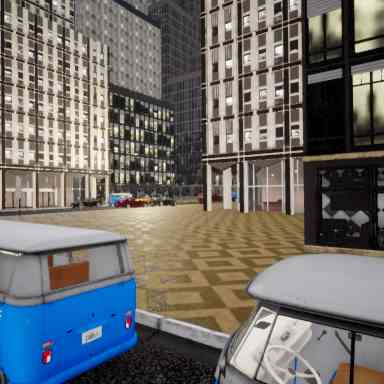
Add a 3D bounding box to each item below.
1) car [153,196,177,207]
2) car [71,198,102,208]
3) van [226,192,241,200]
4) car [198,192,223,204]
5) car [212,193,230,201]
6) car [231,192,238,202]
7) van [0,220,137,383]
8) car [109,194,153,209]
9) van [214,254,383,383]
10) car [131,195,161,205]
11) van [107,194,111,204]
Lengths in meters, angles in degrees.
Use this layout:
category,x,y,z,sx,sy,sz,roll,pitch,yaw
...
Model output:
category,x,y,z,sx,sy,sz,roll,pitch,yaw
car,-3.730,1.230,43.458,2.008,1.369,4.403,0,0,36
car,-13.845,1.404,43.835,1.947,1.339,4.313,0,0,36
van,9.507,0.872,75.670,1.690,1.788,3.998,0,0,36
car,2.938,0.909,52.549,2.192,1.841,5.009,0,0,36
car,6.172,1.017,71.122,1.967,1.590,4.097,0,0,36
car,6.275,1.101,57.096,2.008,1.369,4.403,0,0,36
van,-2.607,1.342,4.753,3.998,1.788,1.690,0,-1,36
car,-7.064,1.267,38.912,1.887,1.381,4.507,0,0,36
van,1.930,1.341,1.510,3.998,1.788,1.690,0,-1,36
car,-7.273,1.279,52.793,1.752,1.417,4.829,0,0,36
van,-10.510,1.136,48.382,1.690,1.788,3.998,0,0,36
